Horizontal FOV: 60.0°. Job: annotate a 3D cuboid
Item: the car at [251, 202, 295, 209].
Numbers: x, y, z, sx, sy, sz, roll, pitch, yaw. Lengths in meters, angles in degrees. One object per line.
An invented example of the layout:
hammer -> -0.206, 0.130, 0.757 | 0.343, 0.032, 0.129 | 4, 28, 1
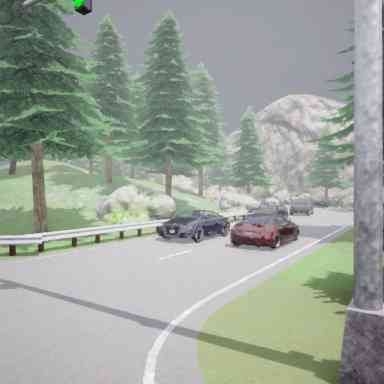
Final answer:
car -> 5.702, 1.511, 24.875 | 2.128, 1.511, 4.902 | 0, 0, 34

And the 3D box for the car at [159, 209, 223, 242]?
car -> 0.209, 1.579, 16.584 | 1.994, 1.385, 4.181 | 0, 0, 33

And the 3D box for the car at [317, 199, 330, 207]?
car -> 18.006, 1.633, 49.514 | 1.895, 1.301, 4.718 | 0, 0, -24

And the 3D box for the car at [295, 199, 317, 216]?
car -> 11.127, 1.527, 33.533 | 1.837, 1.490, 4.892 | 0, 0, 26

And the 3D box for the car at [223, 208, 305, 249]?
car -> 3.343, 1.643, 14.797 | 1.994, 1.385, 4.181 | 0, -1, 34
